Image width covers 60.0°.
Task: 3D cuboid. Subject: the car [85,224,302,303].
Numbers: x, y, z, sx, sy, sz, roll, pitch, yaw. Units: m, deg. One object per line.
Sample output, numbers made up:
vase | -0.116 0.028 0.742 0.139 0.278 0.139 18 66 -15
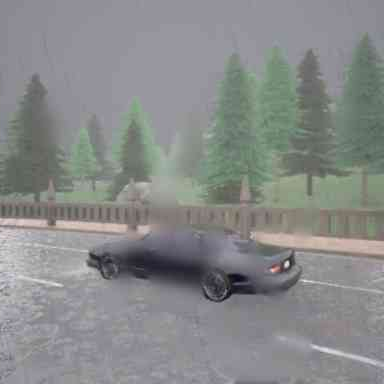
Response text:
car | -0.187 1.521 8.129 5.357 1.411 2.033 0 0 33
